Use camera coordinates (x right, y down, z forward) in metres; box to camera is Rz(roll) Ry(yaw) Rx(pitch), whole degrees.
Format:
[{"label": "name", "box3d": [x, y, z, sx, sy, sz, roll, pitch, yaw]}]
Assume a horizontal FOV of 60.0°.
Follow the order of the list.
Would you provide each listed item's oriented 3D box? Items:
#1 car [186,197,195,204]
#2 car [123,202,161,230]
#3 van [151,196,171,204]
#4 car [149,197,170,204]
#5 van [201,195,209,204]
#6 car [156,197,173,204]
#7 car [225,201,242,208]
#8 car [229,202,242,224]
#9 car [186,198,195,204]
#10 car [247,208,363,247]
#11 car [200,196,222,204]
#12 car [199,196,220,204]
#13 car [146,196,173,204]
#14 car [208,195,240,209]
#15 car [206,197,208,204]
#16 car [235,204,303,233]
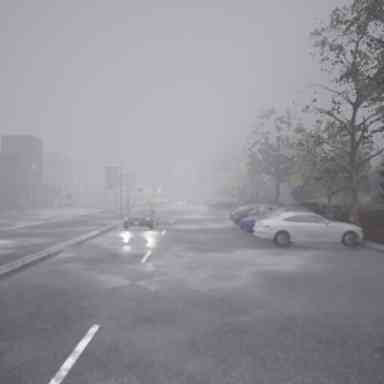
[{"label": "car", "box3d": [-0.420, 2.340, 92.388, 2.097, 1.767, 4.553, 0, -2, 2]}, {"label": "car", "box3d": [-3.304, 1.634, 22.221, 1.812, 1.442, 4.674, 0, -1, 1]}, {"label": "van", "box3d": [-7.333, 1.906, 79.297, 4.442, 1.987, 1.878, 0, -2, -1]}, {"label": "car", "box3d": [-7.391, 1.927, 76.257, 4.553, 1.767, 2.185, 0, -1, -1]}, {"label": "van", "box3d": [4.760, 1.753, 72.803, 4.442, 1.987, 1.878, 0, -1, -1]}, {"label": "car", "box3d": [-7.561, 2.396, 91.431, 4.553, 1.767, 2.185, 0, -2, -1]}, {"label": "car", "box3d": [5.077, 1.639, 24.501, 4.674, 1.452, 2.002, 0, 0, 0]}, {"label": "car", "box3d": [5.075, 1.584, 21.225, 4.892, 1.521, 2.231, 0, 0, 0]}, {"label": "car", "box3d": [-0.288, 2.269, 80.700, 1.895, 1.301, 4.718, 0, -2, -1]}, {"label": "car", "box3d": [5.079, 1.592, 14.803, 4.674, 1.452, 2.002, 0, 0, 0]}, {"label": "car", "box3d": [4.749, 2.015, 83.974, 5.566, 2.045, 2.435, 0, -2, -1]}, {"label": "car", "box3d": [4.675, 2.202, 89.433, 5.566, 2.045, 2.435, 0, -2, -1]}, {"label": "car", "box3d": [-7.581, 1.985, 73.336, 5.366, 1.575, 1.946, 0, -1, -1]}, {"label": "car", "box3d": [5.106, 1.592, 48.837, 4.553, 1.767, 2.185, 0, 0, 0]}, {"label": "car", "box3d": [5.033, 1.775, 52.006, 4.674, 1.452, 2.002, 0, 0, 0]}, {"label": "car", "box3d": [5.087, 1.567, 17.952, 5.008, 1.535, 2.097, 0, 0, 0]}]
